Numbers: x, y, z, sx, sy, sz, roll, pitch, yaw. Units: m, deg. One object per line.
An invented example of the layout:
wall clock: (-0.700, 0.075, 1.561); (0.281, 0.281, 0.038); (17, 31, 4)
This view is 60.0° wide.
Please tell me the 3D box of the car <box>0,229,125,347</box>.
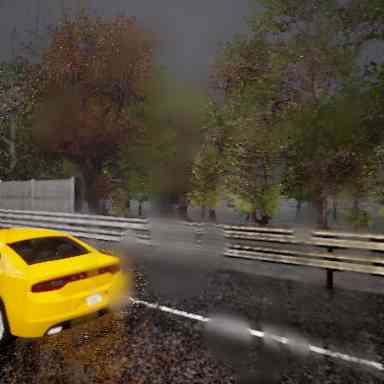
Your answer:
car: (-3.488, 1.456, 6.395); (5.008, 1.535, 1.882); (0, 0, 35)
